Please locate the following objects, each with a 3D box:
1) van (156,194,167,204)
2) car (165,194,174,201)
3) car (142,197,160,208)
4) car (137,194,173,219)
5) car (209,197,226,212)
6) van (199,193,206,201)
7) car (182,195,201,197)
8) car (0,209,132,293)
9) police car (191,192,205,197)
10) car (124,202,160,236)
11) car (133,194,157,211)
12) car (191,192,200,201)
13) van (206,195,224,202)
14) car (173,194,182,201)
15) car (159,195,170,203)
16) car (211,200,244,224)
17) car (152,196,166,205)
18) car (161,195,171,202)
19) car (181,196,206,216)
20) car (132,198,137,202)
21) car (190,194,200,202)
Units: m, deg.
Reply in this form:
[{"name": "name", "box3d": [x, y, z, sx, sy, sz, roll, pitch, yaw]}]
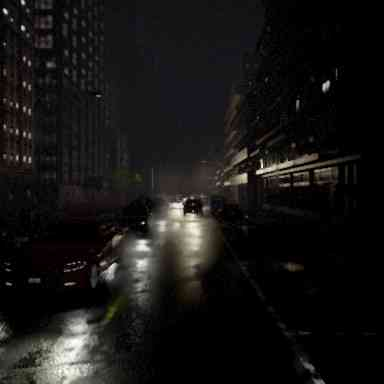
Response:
[{"name": "van", "box3d": [-5.697, 1.241, 62.957, 1.690, 1.788, 3.998, 0, 0, 0]}, {"name": "car", "box3d": [-5.699, 1.325, 85.049, 1.967, 1.590, 4.097, 0, 0, 0]}, {"name": "car", "box3d": [-5.696, 1.468, 46.389, 2.008, 1.369, 4.403, 0, 0, 0]}, {"name": "car", "box3d": [-3.042, 1.295, 28.274, 2.097, 1.767, 4.553, 0, 0, 0]}, {"name": "car", "box3d": [2.686, 1.465, 29.990, 1.752, 1.417, 4.829, 0, 0, 0]}, {"name": "van", "box3d": [2.682, 1.226, 85.049, 1.690, 1.788, 3.998, 0, 0, 0]}, {"name": "car", "box3d": [0.011, 1.469, 42.973, 2.033, 1.411, 5.357, 0, 0, 0]}, {"name": "car", "box3d": [-3.096, 1.458, 9.034, 1.882, 1.535, 5.008, 0, 0, 0]}, {"name": "police car", "box3d": [0.896, 1.324, 64.443, 1.930, 1.638, 5.238, 0, 0, 0]}, {"name": "car", "box3d": [-3.095, 1.487, 18.343, 1.812, 1.442, 4.674, 0, 0, 1]}, {"name": "car", "box3d": [-5.696, 1.239, 40.865, 2.192, 1.841, 5.009, 0, 0, 0]}, {"name": "car", "box3d": [0.895, 1.112, 80.364, 2.150, 2.045, 5.566, 0, 0, 0]}, {"name": "van", "box3d": [2.685, 1.273, 35.344, 1.690, 1.788, 3.998, 0, 0, 0]}, {"name": "car", "box3d": [-3.005, 1.241, 72.595, 2.128, 1.511, 4.902, 0, 0, 0]}, {"name": "car", "box3d": [-5.697, 1.439, 68.480, 1.887, 1.381, 4.507, 0, 0, 0]}, {"name": "car", "box3d": [2.687, 1.516, 24.298, 1.947, 1.339, 4.313, 0, 0, 0]}, {"name": "car", "box3d": [-5.697, 1.456, 57.435, 2.008, 1.369, 4.403, 0, 0, 0]}, {"name": "car", "box3d": [-5.698, 1.456, 74.003, 1.947, 1.339, 4.313, 0, 0, 0]}, {"name": "car", "box3d": [0.098, 1.444, 31.566, 1.837, 1.490, 4.892, 0, 0, 0]}, {"name": "car", "box3d": [-5.695, 1.498, 35.344, 1.947, 1.339, 4.313, 0, 0, 0]}, {"name": "car", "box3d": [0.651, 1.237, 74.298, 2.097, 1.767, 4.553, 0, 0, 0]}]
